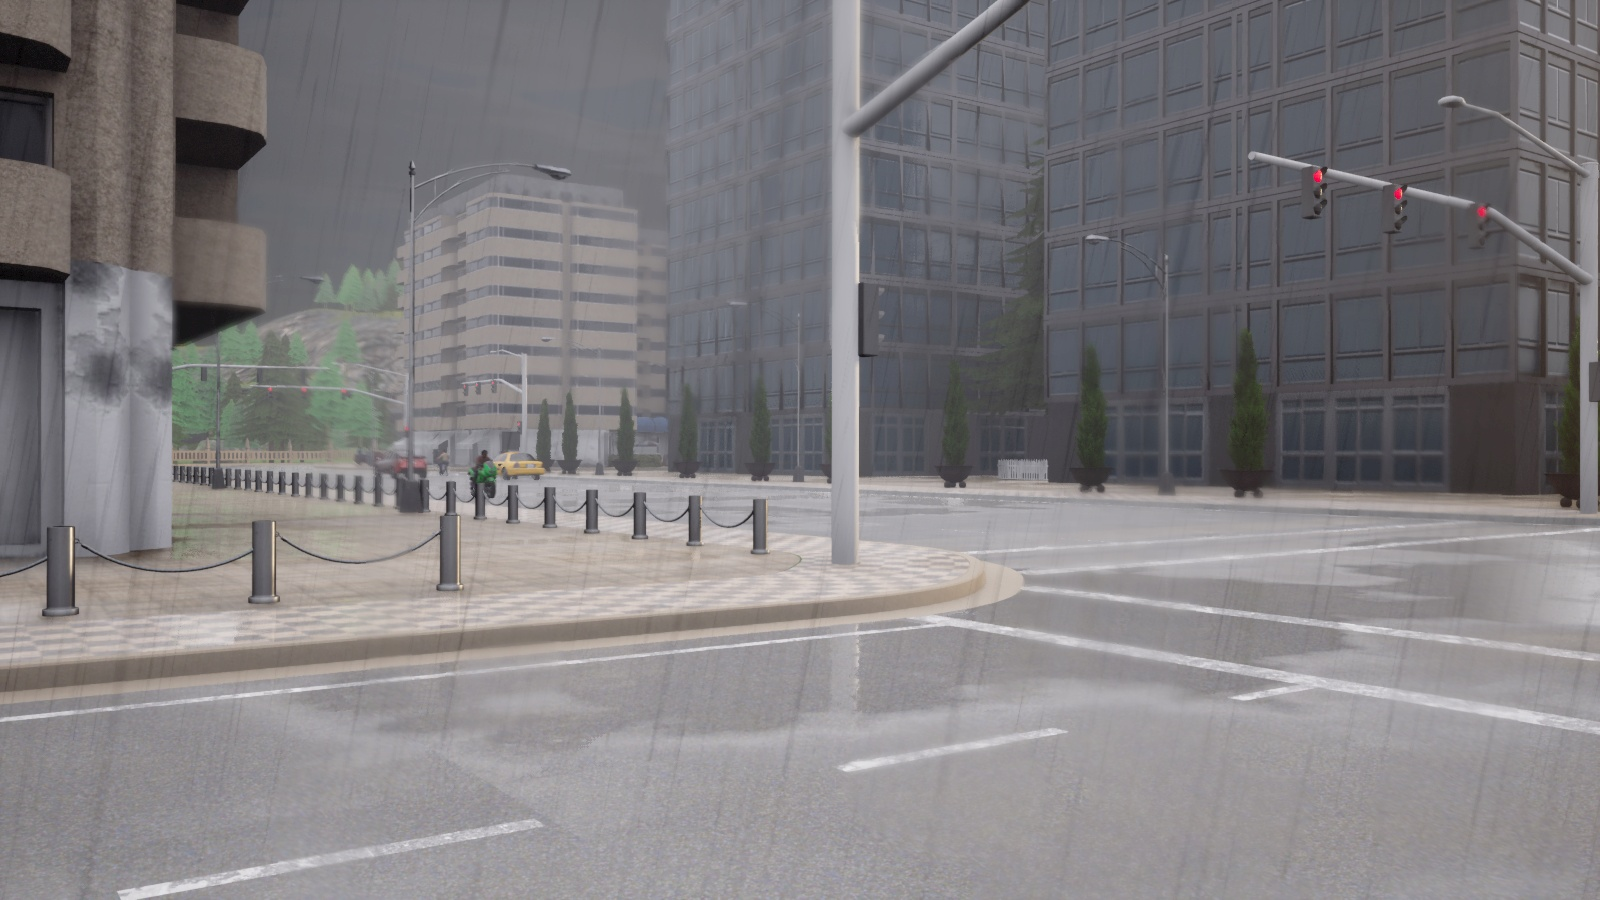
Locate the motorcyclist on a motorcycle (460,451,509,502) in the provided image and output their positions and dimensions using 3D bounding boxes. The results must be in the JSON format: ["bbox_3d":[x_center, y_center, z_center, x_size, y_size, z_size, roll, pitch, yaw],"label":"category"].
[{"bbox_3d":[-9.708,0.786,38.568,0.797,1.523,2.044,0,0,-34],"label":"motorcyclist on a motorcycle"}]

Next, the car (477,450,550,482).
[{"bbox_3d":[-14.814,0.818,64.666,1.801,1.575,5.366,0,0,-34],"label":"car"}]

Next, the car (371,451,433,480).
[{"bbox_3d":[-21.780,0.850,68.660,2.007,1.525,4.514,0,0,-34],"label":"car"}]
